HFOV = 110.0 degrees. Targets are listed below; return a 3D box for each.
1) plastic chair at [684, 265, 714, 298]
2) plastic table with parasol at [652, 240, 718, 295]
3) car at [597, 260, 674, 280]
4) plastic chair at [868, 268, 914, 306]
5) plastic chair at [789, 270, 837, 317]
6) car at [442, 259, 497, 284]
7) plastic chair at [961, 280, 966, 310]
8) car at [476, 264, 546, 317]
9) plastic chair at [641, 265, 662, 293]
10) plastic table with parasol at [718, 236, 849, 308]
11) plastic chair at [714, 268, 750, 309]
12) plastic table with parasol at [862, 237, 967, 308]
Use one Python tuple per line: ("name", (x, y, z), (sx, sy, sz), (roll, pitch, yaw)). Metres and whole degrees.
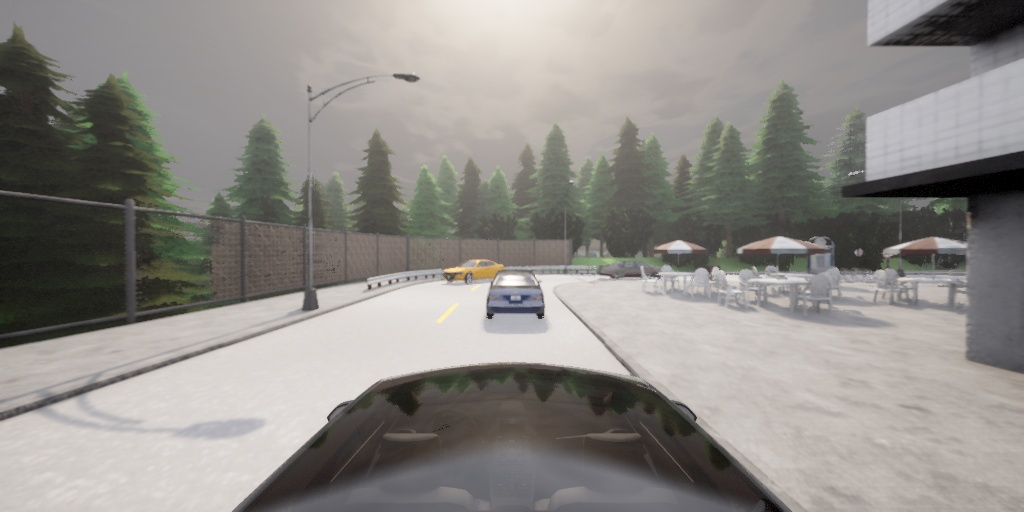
("plastic chair", (8.003, 1.125, 15.392), (0.750, 1.272, 0.730), (0, 0, 10))
("plastic table with parasol", (7.782, 0.505, 16.802), (2.482, 2.480, 2.482), (0, 0, 0))
("car", (9.037, 1.018, 26.429), (5.357, 1.411, 2.033), (0, 1, 4))
("plastic chair", (13.984, 1.150, 13.245), (0.730, 1.272, 0.750), (0, 0, 10))
("plastic chair", (9.255, 1.174, 11.063), (0.750, 1.272, 0.730), (0, 0, 10))
("car", (-2.511, 0.976, 24.134), (1.882, 1.535, 5.008), (-1, 0, 35))
("plastic chair", (15.474, 1.168, 11.625), (0.750, 1.272, 0.730), (0, 0, 10))
("car", (0.101, 1.176, 12.445), (2.033, 1.411, 5.357), (0, 1, 0))
("plastic chair", (6.512, 1.083, 17.011), (0.730, 1.272, 0.750), (0, 0, 10))
("plastic table with parasol", (9.243, 0.554, 12.493), (2.482, 2.480, 2.482), (0, 0, 0))
("plastic chair", (7.764, 1.156, 12.682), (0.730, 1.272, 0.750), (0, 0, 10))
("plastic table with parasol", (15.284, 0.548, 13.025), (2.482, 2.480, 2.482), (0, 0, 0))
